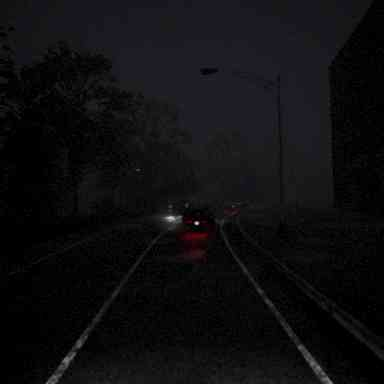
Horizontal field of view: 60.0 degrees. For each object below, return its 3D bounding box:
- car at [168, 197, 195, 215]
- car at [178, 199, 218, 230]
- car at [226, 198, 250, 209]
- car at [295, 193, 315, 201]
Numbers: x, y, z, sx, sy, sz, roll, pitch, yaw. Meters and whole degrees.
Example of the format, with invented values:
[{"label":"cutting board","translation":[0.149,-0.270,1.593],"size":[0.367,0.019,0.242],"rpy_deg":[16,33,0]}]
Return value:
[{"label":"car","translation":[-0.728,1.325,33.051],"size":[2.097,1.767,4.553],"rpy_deg":[-2,0,17]},{"label":"car","translation":[0.501,1.457,20.931],"size":[1.837,1.490,4.892],"rpy_deg":[-1,0,5]},{"label":"car","translation":[5.764,1.405,41.056],"size":[1.895,1.301,4.718],"rpy_deg":[-3,0,24]},{"label":"car","translation":[22.923,0.882,67.567],"size":[4.902,1.511,2.128],"rpy_deg":[-2,-3,-37]}]
